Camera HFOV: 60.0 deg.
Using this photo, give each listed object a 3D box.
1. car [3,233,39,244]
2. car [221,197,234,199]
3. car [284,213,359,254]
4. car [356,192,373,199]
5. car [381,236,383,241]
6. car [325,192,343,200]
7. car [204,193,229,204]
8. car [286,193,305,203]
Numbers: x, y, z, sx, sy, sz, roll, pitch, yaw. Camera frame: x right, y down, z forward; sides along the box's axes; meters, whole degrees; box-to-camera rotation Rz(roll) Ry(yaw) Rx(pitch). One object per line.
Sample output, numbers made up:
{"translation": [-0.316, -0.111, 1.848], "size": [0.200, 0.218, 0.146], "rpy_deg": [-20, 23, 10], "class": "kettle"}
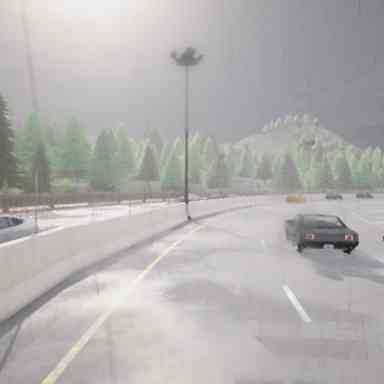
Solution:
{"translation": [-6.364, 1.378, 9.860], "size": [1.812, 1.442, 4.674], "rpy_deg": [0, 1, 7], "class": "car"}
{"translation": [5.880, 1.014, 48.402], "size": [1.812, 1.442, 4.674], "rpy_deg": [1, 1, 29], "class": "car"}
{"translation": [4.791, 1.480, 13.043], "size": [1.895, 1.301, 4.718], "rpy_deg": [0, 1, 8], "class": "car"}
{"translation": [39.589, 0.769, 76.313], "size": [4.892, 1.490, 1.837], "rpy_deg": [0, 1, -33], "class": "car"}
{"translation": [7.896, 1.475, 10.288], "size": [2.033, 1.411, 5.357], "rpy_deg": [0, 1, 8], "class": "car"}
{"translation": [28.726, 0.833, 67.168], "size": [4.902, 1.511, 2.128], "rpy_deg": [0, 1, -42], "class": "car"}
{"translation": [3.848, 0.916, 51.842], "size": [1.882, 1.535, 5.008], "rpy_deg": [1, 1, 30], "class": "car"}
{"translation": [17.453, 0.948, 55.887], "size": [1.882, 1.535, 5.008], "rpy_deg": [1, 1, 36], "class": "car"}
